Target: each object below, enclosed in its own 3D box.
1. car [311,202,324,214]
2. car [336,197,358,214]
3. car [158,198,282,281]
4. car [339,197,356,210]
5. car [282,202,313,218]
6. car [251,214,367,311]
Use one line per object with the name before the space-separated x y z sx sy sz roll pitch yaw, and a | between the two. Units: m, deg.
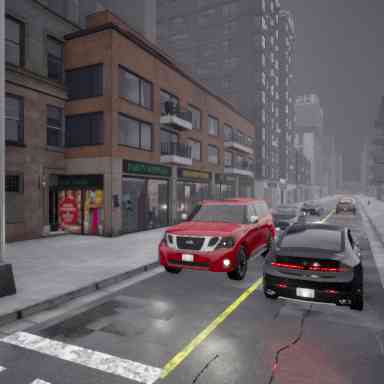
car | 11.095 1.611 30.997 1.895 1.301 4.718 0 0 26
car | 16.173 1.488 34.852 2.128 1.511 4.902 0 0 27
car | 1.102 1.236 10.521 2.150 2.045 5.566 0 0 26
car | 20.699 1.468 44.248 1.882 1.535 5.008 0 0 26
car | 5.647 1.561 19.850 2.033 1.411 5.357 0 0 26
car | 3.034 1.507 7.974 1.837 1.490 4.892 0 0 26
